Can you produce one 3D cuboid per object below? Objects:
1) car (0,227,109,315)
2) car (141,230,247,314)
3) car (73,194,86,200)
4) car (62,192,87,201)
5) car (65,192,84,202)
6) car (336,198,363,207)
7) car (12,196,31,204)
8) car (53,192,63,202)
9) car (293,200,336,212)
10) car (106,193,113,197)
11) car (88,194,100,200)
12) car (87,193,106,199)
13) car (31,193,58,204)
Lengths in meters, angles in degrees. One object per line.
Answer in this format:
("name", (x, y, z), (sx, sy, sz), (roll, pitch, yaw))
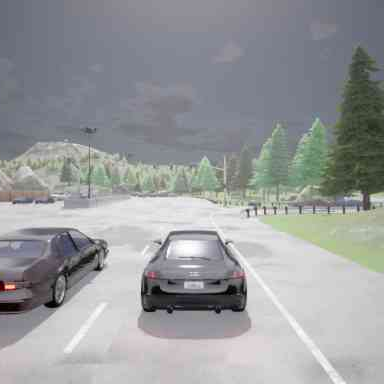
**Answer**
("car", (-3.464, 1.547, 7.846), (2.033, 1.411, 5.357), (0, 0, 0))
("car", (0.035, 1.563, 7.694), (1.994, 1.385, 4.181), (0, 0, 0))
("car", (-29.015, 1.243, 85.817), (1.994, 1.385, 4.181), (0, 0, -3))
("car", (-21.587, 1.151, 61.347), (2.097, 1.767, 4.553), (0, 0, 0))
("car", (-25.141, 0.980, 71.482), (2.150, 2.045, 5.566), (0, 0, -1))
("car", (18.715, 1.456, 40.707), (4.181, 1.385, 1.994), (0, 0, 9))
("car", (-28.552, 1.387, 56.132), (1.994, 1.385, 4.181), (0, 0, 0))
("car", (-28.633, 0.984, 70.652), (2.150, 2.045, 5.566), (0, 0, -1))
("car", (13.618, 1.469, 37.745), (4.181, 1.385, 1.994), (0, 0, 5))
("car", (-22.515, 1.196, 90.338), (2.128, 1.511, 4.902), (0, 0, -7))
("car", (-25.601, 1.281, 86.907), (1.895, 1.301, 4.718), (0, 0, -3))
("car", (-21.676, 1.264, 75.091), (2.128, 1.511, 4.902), (0, 0, -1))
("car", (-25.062, 1.384, 56.613), (1.994, 1.385, 4.181), (0, 0, 0))
